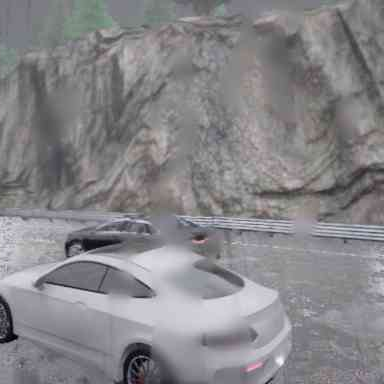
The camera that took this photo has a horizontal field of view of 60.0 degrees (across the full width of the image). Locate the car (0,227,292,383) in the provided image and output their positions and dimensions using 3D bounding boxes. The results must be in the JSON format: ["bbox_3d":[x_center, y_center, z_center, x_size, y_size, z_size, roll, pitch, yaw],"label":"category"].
[{"bbox_3d":[-1.008,1.467,4.689,4.674,1.442,1.812,0,1,34],"label":"car"}]

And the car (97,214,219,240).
[{"bbox_3d":[-1.532,1.377,9.349,4.902,1.511,2.128,0,1,33],"label":"car"}]
